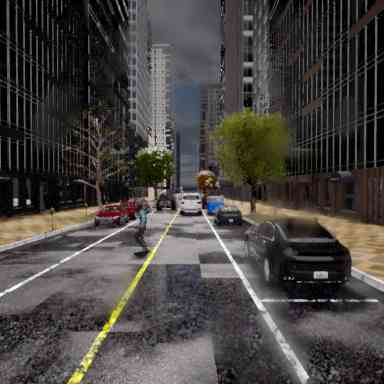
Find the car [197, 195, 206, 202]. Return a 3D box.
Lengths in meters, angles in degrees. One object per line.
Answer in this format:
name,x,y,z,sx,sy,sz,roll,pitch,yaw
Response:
car,2.161,1.438,79.533,1.967,1.590,4.097,-1,0,0

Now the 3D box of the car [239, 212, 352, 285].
car,2.704,1.503,9.434,1.837,1.490,4.892,0,0,0

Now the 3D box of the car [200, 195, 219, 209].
car,2.326,1.310,45.640,2.192,1.841,5.009,-1,0,0

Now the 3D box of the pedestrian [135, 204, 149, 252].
pedestrian,-1.882,1.291,12.345,0.375,1.860,0.375,-1,1,0

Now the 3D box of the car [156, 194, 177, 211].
car,-3.047,1.216,40.437,2.150,2.045,5.566,0,0,0

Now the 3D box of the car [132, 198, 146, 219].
car,-5.469,1.539,28.626,1.887,1.381,4.507,-1,0,0

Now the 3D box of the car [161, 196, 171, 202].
car,-5.689,1.541,73.813,1.887,1.381,4.507,-1,0,0

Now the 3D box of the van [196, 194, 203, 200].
van,2.104,1.340,90.830,1.690,1.788,3.998,-1,0,0

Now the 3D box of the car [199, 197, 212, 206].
car,2.274,1.540,56.938,1.887,1.381,4.507,-1,0,0

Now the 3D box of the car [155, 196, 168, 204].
car,-5.634,1.546,62.516,2.008,1.369,4.403,-1,0,0

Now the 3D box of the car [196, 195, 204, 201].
car,2.135,1.543,85.181,1.887,1.381,4.507,-1,0,0

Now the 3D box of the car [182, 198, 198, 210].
car,-0.201,1.542,45.287,2.033,1.411,5.357,0,0,0

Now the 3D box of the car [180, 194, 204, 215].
car,-0.090,1.214,34.666,2.150,2.045,5.566,0,0,0

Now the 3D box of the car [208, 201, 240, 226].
car,2.442,1.546,23.046,2.008,1.369,4.403,-1,0,0

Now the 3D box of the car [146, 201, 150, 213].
car,-5.496,1.434,34.274,1.967,1.590,4.097,-1,0,0

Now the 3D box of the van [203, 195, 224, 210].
van,2.383,1.336,34.343,1.690,1.788,3.998,-1,0,0

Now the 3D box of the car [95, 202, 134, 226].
car,-5.438,1.577,22.977,1.802,1.307,4.206,-1,0,0
